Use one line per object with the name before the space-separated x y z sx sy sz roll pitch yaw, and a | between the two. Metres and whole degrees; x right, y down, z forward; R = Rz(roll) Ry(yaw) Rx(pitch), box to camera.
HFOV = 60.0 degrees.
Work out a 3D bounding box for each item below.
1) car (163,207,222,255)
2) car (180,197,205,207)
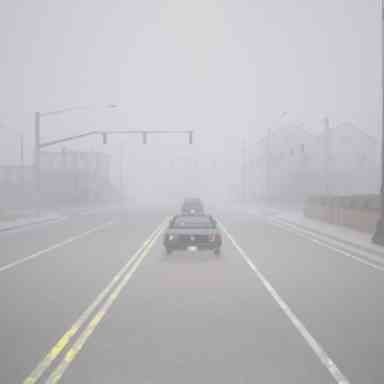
car | 0.039 1.460 12.643 1.895 1.301 4.718 0 1 1
car | 0.045 1.188 28.266 1.837 1.490 4.892 0 1 0
